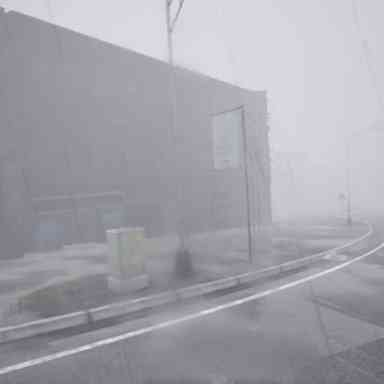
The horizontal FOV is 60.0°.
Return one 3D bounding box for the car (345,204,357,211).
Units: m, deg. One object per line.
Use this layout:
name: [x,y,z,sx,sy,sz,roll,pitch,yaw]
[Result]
car: [30.936,3.004,64.579,1.812,1.442,4.674,-2,-2,32]
